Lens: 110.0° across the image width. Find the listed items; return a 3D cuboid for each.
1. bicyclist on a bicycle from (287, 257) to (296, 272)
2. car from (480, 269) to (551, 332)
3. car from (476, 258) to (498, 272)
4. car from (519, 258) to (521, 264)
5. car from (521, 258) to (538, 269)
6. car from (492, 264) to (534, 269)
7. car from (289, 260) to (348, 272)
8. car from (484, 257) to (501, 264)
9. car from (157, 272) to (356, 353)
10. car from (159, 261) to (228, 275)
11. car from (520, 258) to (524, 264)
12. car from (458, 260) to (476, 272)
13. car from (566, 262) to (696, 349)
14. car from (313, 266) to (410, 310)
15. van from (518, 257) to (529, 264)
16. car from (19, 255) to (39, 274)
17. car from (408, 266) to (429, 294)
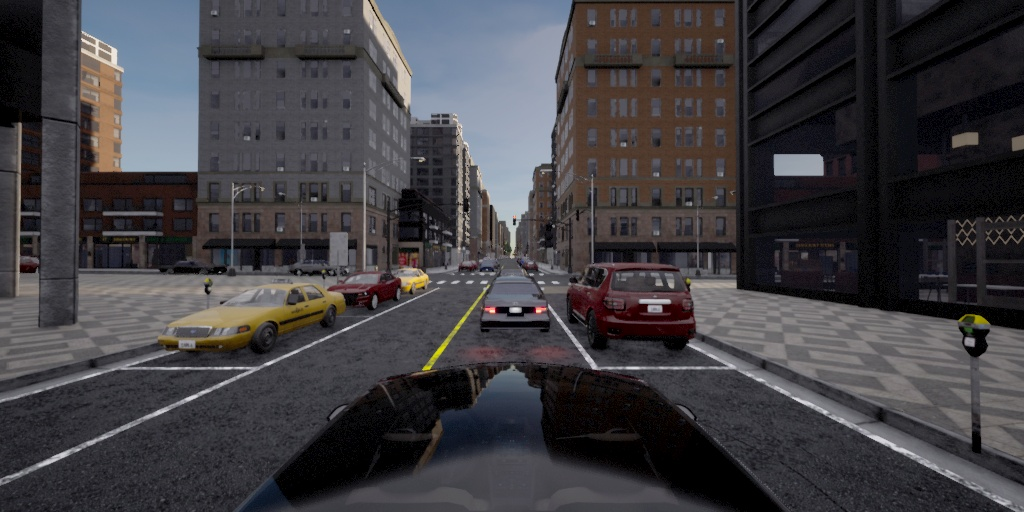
[{"bbox_3d":[-23.112,0.904,37.711,0.582,1.620,1.656,0,0,0],"label":"bicyclist on a bicycle"},{"bbox_3d":[0.066,1.298,10.795,2.033,1.411,5.357,0,0,0],"label":"car"},{"bbox_3d":[-3.249,1.302,46.757,2.033,1.411,5.357,0,0,-4],"label":"car"},{"bbox_3d":[2.510,1.338,58.679,1.802,1.307,4.207,0,0,0],"label":"car"},{"bbox_3d":[2.542,1.336,47.332,1.802,1.307,4.207,0,0,0],"label":"car"},{"bbox_3d":[0.018,1.352,20.522,1.895,1.301,4.718,0,0,0],"label":"car"},{"bbox_3d":[-16.843,1.088,31.449,4.902,1.511,2.128,1,-1,0],"label":"car"},{"bbox_3d":[-3.234,1.320,56.613,1.994,1.385,4.181,0,0,0],"label":"car"},{"bbox_3d":[-5.877,1.276,8.879,1.751,1.417,4.829,0,0,0],"label":"car"},{"bbox_3d":[-27.835,1.098,31.485,4.718,1.301,1.895,1,-1,0],"label":"car"},{"bbox_3d":[2.526,1.337,53.005,1.802,1.307,4.207,0,0,0],"label":"car"},{"bbox_3d":[-5.984,1.299,47.317,1.888,1.381,4.507,0,0,0],"label":"car"},{"bbox_3d":[2.649,1.065,9.064,2.192,1.841,5.009,0,0,0],"label":"car"},{"bbox_3d":[-5.893,1.296,14.673,1.888,1.381,4.507,0,0,0],"label":"car"},{"bbox_3d":[2.495,1.099,64.352,1.690,1.789,3.998,0,0,0],"label":"van"},{"bbox_3d":[-41.976,0.845,31.549,5.008,1.535,1.882,1,-1,0],"label":"car"},{"bbox_3d":[-5.908,1.277,20.128,1.751,1.417,4.829,0,0,0],"label":"car"}]
